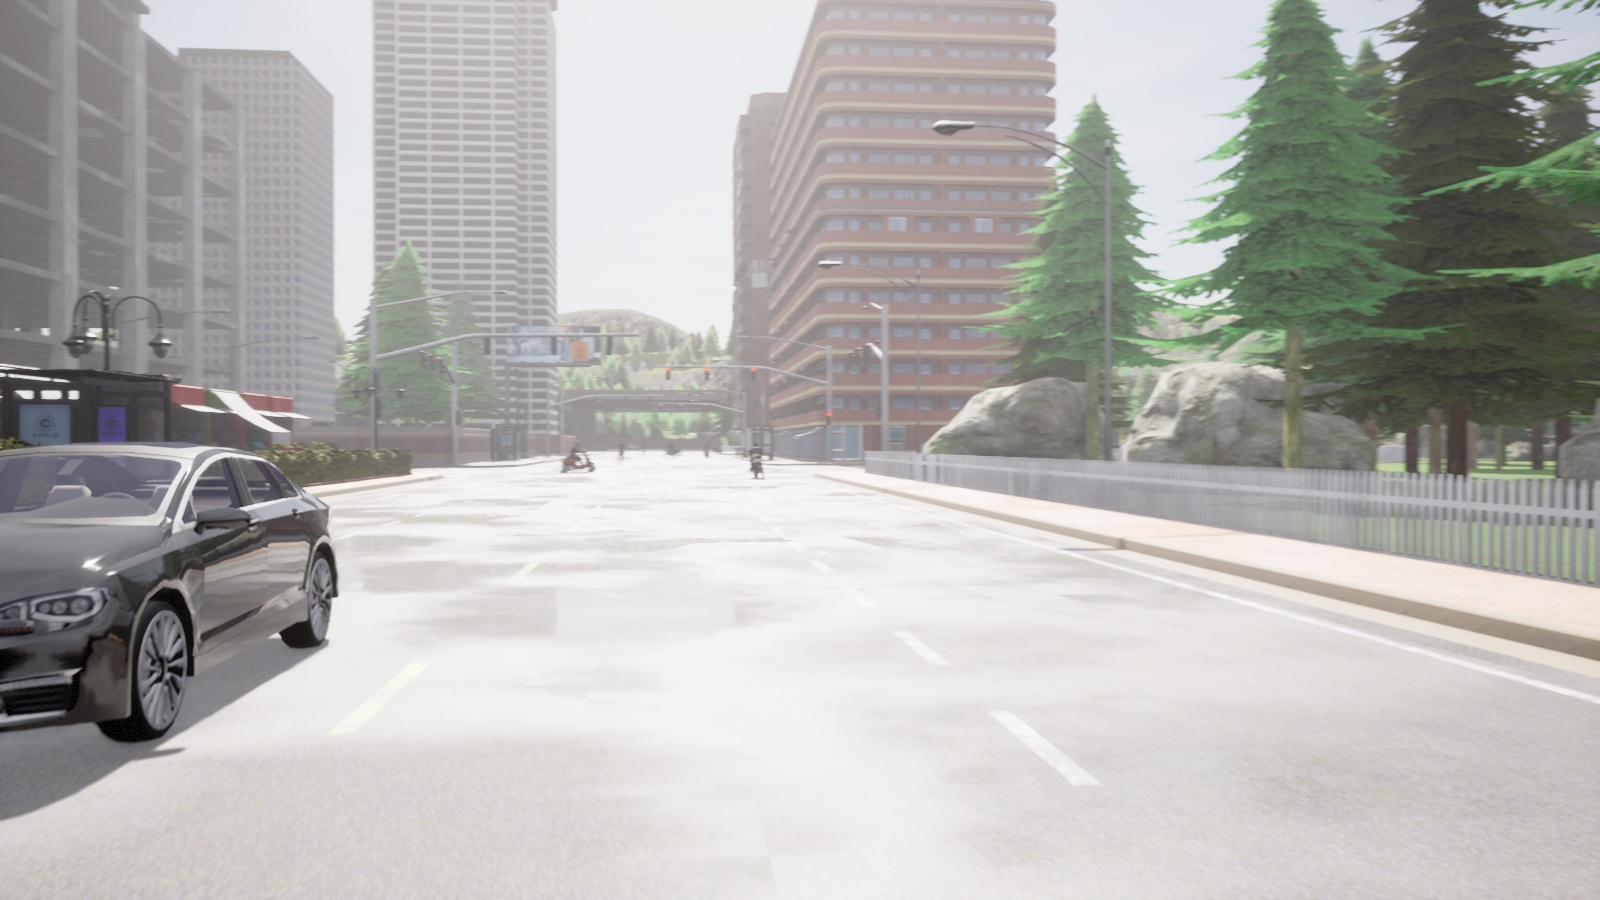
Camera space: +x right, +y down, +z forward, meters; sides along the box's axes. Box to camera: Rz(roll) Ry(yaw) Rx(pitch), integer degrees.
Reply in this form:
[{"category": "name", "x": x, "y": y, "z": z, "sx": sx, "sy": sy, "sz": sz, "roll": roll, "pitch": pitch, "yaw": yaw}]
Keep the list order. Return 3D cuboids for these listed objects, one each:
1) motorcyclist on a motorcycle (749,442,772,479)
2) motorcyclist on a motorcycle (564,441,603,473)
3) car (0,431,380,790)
[{"category": "motorcyclist on a motorcycle", "x": -1.656, "y": 0.432, "z": 52.434, "sx": 0.797, "sy": 1.523, "sz": 2.044, "roll": 0, "pitch": 0, "yaw": -6}, {"category": "motorcyclist on a motorcycle", "x": -10.732, "y": 0.335, "z": 62.324, "sx": 1.817, "sy": 1.590, "sz": 0.866, "roll": 0, "pitch": 0, "yaw": -6}, {"category": "car", "x": -4.226, "y": 0.662, "z": 7.649, "sx": 2.128, "sy": 1.511, "sz": 4.902, "roll": 0, "pitch": 0, "yaw": -6}]
